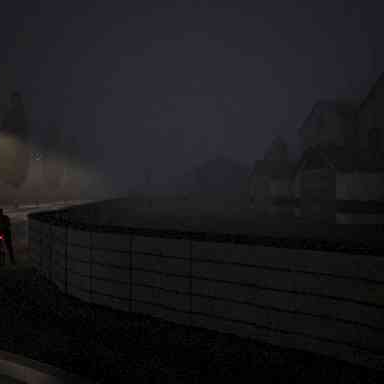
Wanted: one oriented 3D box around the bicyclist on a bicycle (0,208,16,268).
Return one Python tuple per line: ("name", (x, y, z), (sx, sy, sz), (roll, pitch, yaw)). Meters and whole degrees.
("bicyclist on a bicycle", (-5.537, 1.302, 9.622), (0.582, 1.620, 1.656), (0, 0, -36))
